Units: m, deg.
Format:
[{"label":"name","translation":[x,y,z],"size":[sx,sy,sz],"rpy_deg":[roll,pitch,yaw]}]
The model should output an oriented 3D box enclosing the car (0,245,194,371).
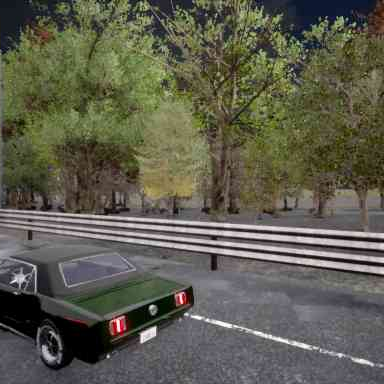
[{"label":"car","translation":[-2.376,1.600,5.704],"size":[4.718,1.301,1.895],"rpy_deg":[0,0,36]}]
